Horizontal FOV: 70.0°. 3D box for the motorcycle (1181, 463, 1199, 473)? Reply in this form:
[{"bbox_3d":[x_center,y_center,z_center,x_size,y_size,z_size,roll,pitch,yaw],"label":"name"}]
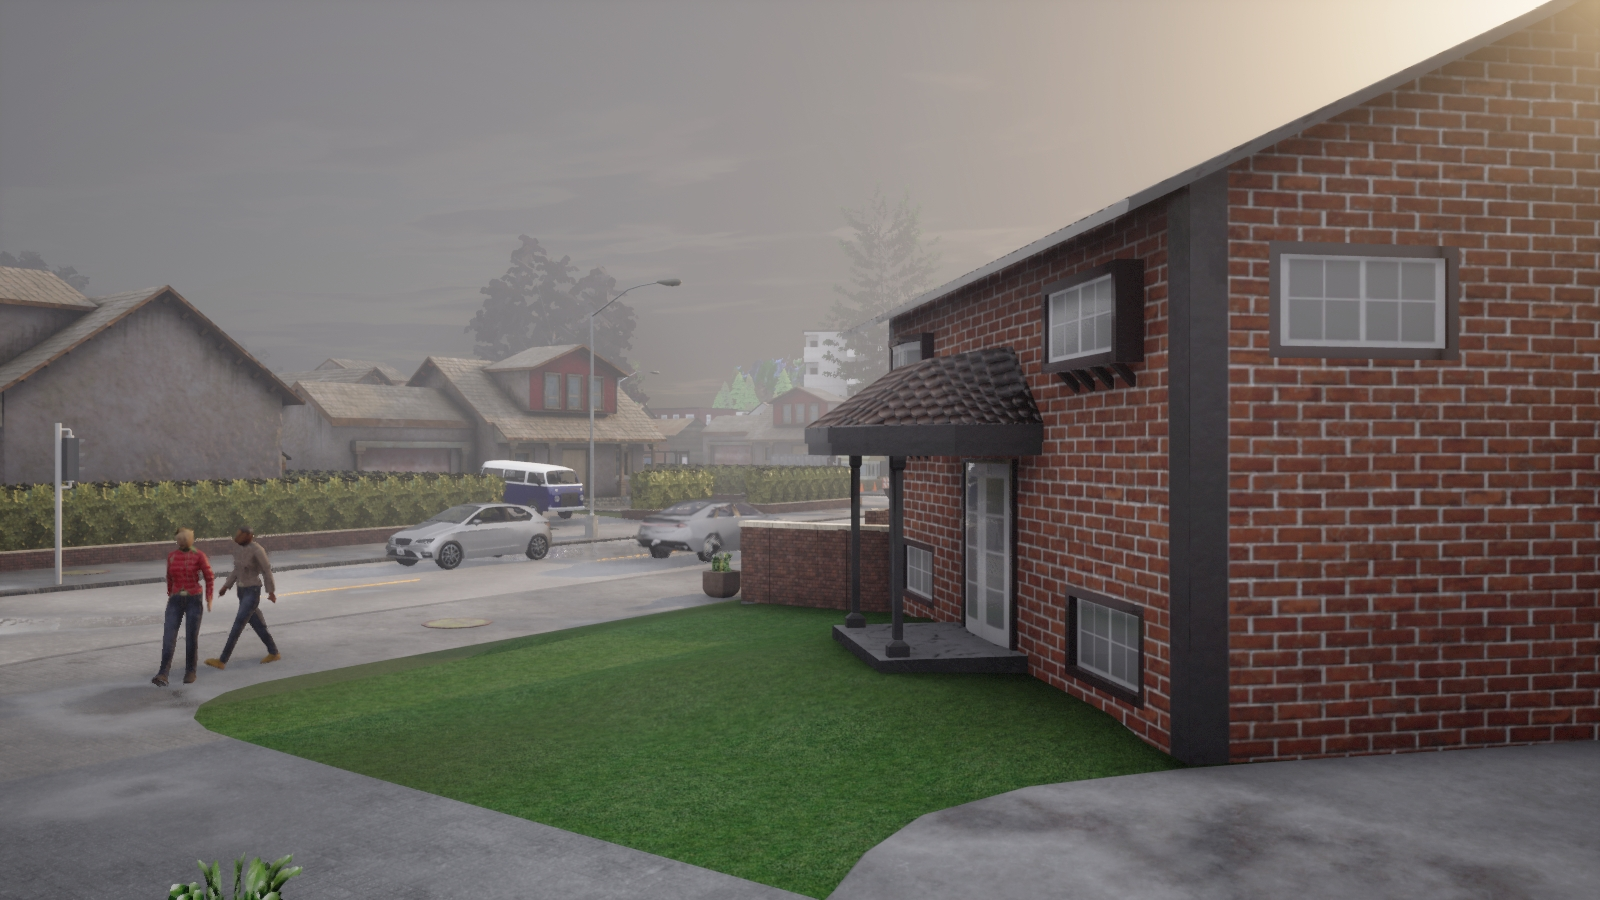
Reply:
[{"bbox_3d":[47.455,2.161,139.026,2.033,1.199,0.803,0,0,35],"label":"motorcycle"}]

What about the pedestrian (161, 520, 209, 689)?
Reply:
[{"bbox_3d":[-6.982,1.737,12.973,0.375,1.860,0.375,0,0,-9],"label":"pedestrian"}]

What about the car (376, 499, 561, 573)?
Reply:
[{"bbox_3d":[-8.091,2.051,28.194,1.816,1.474,4.193,0,0,34],"label":"car"}]

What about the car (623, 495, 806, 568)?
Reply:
[{"bbox_3d":[-2.108,2.035,29.731,2.128,1.511,4.902,0,0,35],"label":"car"}]

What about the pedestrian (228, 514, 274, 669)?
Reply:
[{"bbox_3d":[-6.797,1.736,14.149,0.375,1.860,0.375,0,0,34],"label":"pedestrian"}]

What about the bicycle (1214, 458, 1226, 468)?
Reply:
[{"bbox_3d":[65.395,2.030,177.932,1.835,1.471,0.329,0,0,35],"label":"bicycle"}]
